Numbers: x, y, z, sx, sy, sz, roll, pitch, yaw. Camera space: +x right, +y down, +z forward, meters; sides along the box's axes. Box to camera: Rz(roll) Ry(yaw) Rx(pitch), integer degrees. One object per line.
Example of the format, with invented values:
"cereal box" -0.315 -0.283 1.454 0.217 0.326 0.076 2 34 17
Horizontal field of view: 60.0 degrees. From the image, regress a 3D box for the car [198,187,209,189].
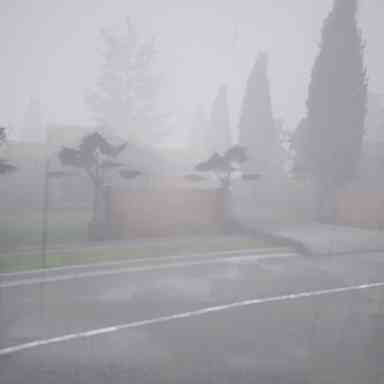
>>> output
"car" 0.760 0.365 26.484 1.816 1.474 4.193 -2 1 0
